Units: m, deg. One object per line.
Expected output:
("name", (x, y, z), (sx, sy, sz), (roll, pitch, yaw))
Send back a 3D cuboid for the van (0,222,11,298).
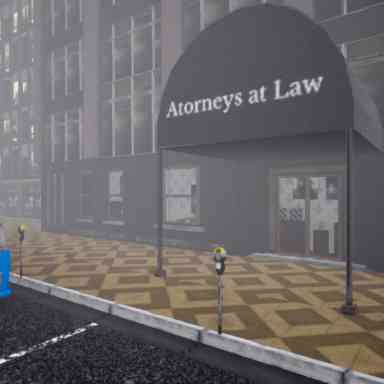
("van", (-5.308, 1.341, 6.687), (3.998, 1.788, 1.690), (0, 0, 36))
